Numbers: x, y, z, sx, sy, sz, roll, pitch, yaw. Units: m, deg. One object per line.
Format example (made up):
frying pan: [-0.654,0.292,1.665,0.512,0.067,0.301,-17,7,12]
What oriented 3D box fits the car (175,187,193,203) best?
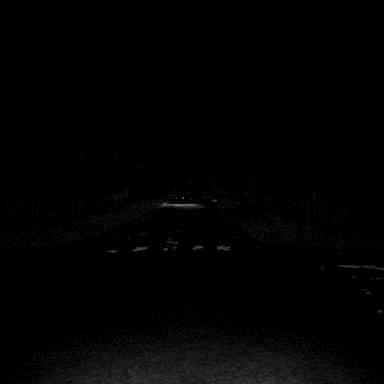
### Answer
car: [-1.012,0.358,45.240,2.150,2.045,5.566,0,2,2]

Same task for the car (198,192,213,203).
car: [1.835,0.685,45.647,1.994,1.385,4.181,0,2,5]
